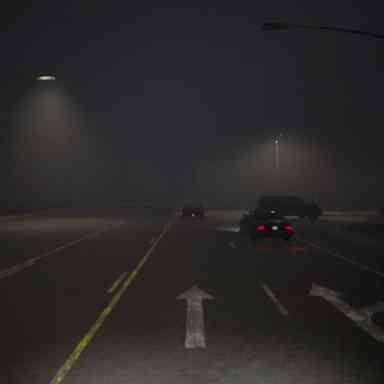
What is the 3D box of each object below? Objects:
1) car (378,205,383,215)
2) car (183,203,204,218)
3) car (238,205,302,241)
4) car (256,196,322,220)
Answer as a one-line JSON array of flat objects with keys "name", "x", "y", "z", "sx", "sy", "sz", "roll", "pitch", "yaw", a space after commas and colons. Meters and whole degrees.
[{"name": "car", "x": 19.869, "y": 1.587, "z": 30.592, "sx": 5.008, "sy": 1.535, "sz": 1.882, "roll": 0, "pitch": 0, "yaw": 0}, {"name": "car", "x": 0.112, "y": 1.712, "z": 30.961, "sx": 1.895, "sy": 1.301, "sz": 4.718, "roll": 0, "pitch": 0, "yaw": 0}, {"name": "car", "x": 3.608, "y": 1.617, "z": 16.951, "sx": 2.033, "sy": 1.411, "sz": 5.357, "roll": 0, "pitch": 0, "yaw": 0}, {"name": "car", "x": 8.167, "y": 1.326, "z": 28.258, "sx": 5.566, "sy": 2.045, "sz": 2.150, "roll": 0, "pitch": 0, "yaw": -10}]
